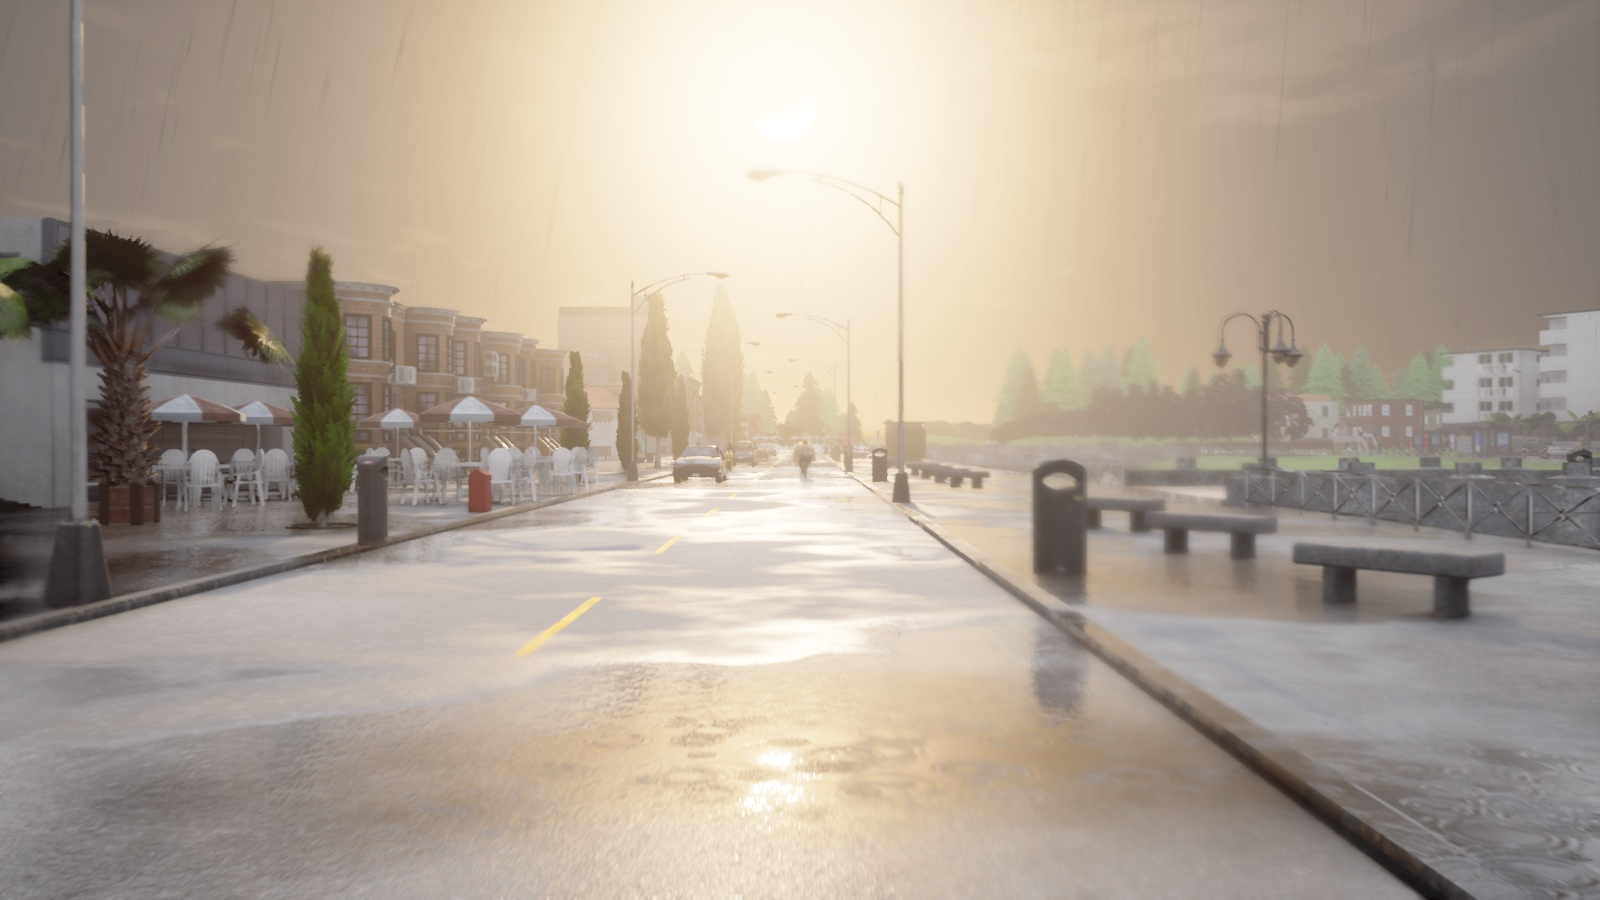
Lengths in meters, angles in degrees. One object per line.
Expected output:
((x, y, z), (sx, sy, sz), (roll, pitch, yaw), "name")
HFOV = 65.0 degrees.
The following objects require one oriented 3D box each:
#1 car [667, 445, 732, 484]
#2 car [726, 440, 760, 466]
((-3.802, 0.517, 48.417), (2.033, 1.411, 5.357), (0, 0, 0), "car")
((-3.618, 0.188, 80.268), (1.851, 1.617, 3.988), (0, 0, 2), "car")
